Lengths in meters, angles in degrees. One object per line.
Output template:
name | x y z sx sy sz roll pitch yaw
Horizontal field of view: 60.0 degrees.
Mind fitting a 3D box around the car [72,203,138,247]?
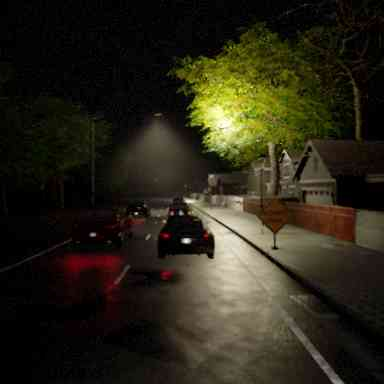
car | -3.806 1.458 14.899 1.882 1.535 5.008 0 0 -2

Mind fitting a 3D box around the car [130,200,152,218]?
car | -4.637 1.461 29.277 1.837 1.490 4.892 0 1 -4

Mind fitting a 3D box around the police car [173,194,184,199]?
police car | -2.666 1.327 66.587 1.930 1.638 5.238 0 0 -4

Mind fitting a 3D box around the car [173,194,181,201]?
car | -3.737 1.363 82.439 1.837 1.490 4.892 0 0 -4

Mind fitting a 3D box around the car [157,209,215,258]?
car | -0.225 1.544 12.680 1.994 1.385 4.181 0 0 -1

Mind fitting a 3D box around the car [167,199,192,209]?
car | -0.914 1.505 25.685 2.033 1.411 5.357 0 0 -3

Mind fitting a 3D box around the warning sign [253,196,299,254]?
warning sign | 2.851 1.097 11.434 1.300 1.860 1.060 0 1 -2

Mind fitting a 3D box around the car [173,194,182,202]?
car | -3.345 1.334 76.643 1.801 1.575 5.366 0 0 -4
